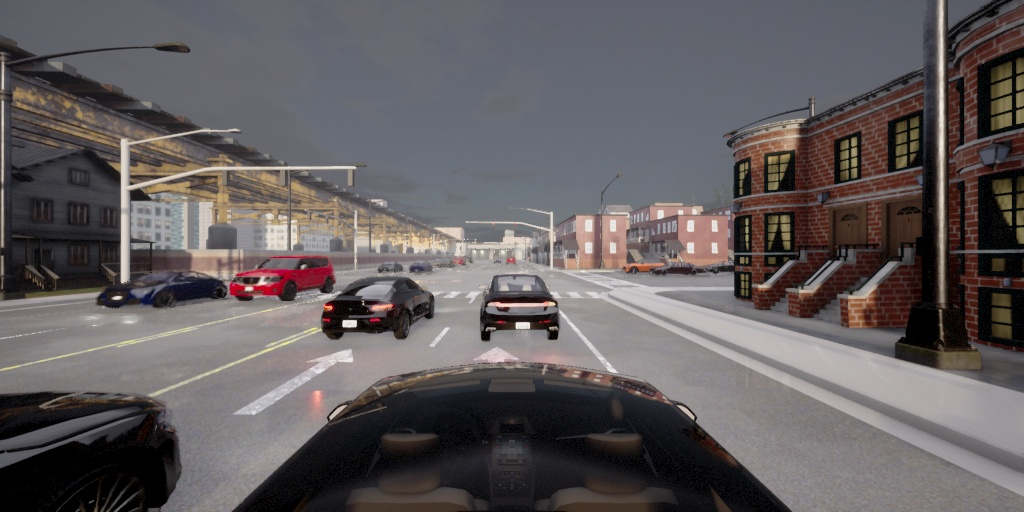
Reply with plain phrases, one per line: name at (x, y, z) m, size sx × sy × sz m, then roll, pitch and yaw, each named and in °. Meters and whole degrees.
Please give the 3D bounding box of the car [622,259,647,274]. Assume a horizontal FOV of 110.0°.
car at (14.743, 1.099, 40.198) m, size 4.553 × 1.767 × 2.097 m, roll 0°, pitch 0°, yaw 0°

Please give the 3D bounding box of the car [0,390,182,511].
car at (-3.395, 1.242, 0.668) m, size 2.128 × 1.511 × 4.902 m, roll 0°, pitch 0°, yaw 0°

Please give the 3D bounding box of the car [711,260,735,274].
car at (23.890, 1.238, 40.226) m, size 4.902 × 1.511 × 2.128 m, roll 0°, pitch 0°, yaw 0°

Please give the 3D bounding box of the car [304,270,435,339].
car at (-3.450, 1.275, 9.935) m, size 1.812 × 1.442 × 4.674 m, roll 0°, pitch 0°, yaw 0°

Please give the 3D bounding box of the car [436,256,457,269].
car at (-10.742, 1.097, 58.124) m, size 2.097 × 1.767 × 4.553 m, roll 0°, pitch 0°, yaw 0°

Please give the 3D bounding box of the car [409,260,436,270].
car at (-10.714, 1.347, 42.438) m, size 1.895 × 1.301 × 4.718 m, roll 0°, pitch 0°, yaw 0°

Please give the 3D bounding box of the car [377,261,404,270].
car at (-14.209, 1.311, 42.085) m, size 1.994 × 1.385 × 4.181 m, roll 0°, pitch 0°, yaw 0°

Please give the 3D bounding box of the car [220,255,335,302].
car at (-10.643, 0.970, 17.266) m, size 2.150 × 2.045 × 5.566 m, roll 0°, pitch 0°, yaw 0°

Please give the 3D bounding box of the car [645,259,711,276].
car at (16.899, 1.295, 36.715) m, size 5.357 × 1.411 × 2.033 m, roll 0°, pitch 0°, yaw 0°

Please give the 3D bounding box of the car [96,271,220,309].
car at (-14.136, 1.313, 14.827) m, size 1.994 × 1.385 × 4.181 m, roll 0°, pitch 0°, yaw 0°

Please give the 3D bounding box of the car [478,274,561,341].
car at (0.092, 1.241, 9.902) m, size 2.128 × 1.511 × 4.902 m, roll 0°, pitch 0°, yaw -3°
